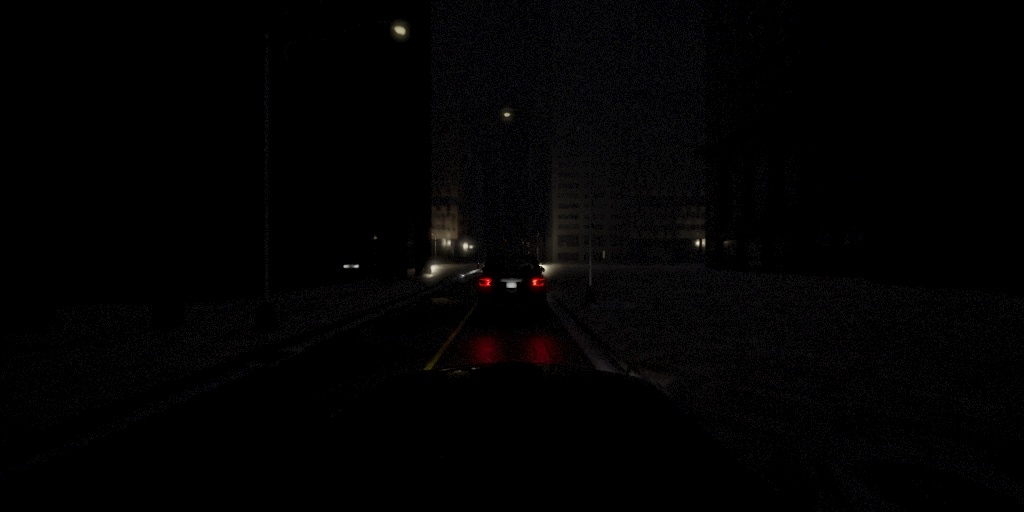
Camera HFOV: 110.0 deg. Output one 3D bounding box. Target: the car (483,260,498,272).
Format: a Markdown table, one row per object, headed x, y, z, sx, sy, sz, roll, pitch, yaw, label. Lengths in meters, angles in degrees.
| x | y | z | sx | sy | sz | roll | pitch | yaw | label |
| --- | --- | --- | --- | --- | --- | --- | --- | --- | --- |
| -3.050 | 1.375 | 51.766 | 1.837 | 1.490 | 4.892 | 0 | 0 | 0 | car |

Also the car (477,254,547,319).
| x | y | z | sx | sy | sz | roll | pitch | yaw | label |
| --- | --- | --- | --- | --- | --- | --- | --- | --- | --- |
| 0.053 | 0.990 | 13.062 | 2.150 | 2.045 | 5.566 | 0 | -1 | 1 | car |
